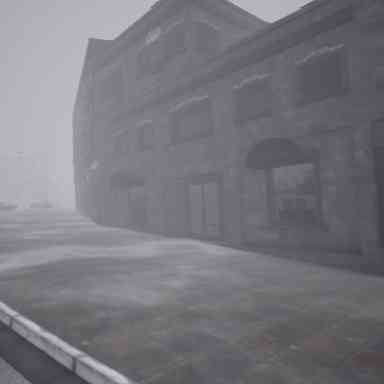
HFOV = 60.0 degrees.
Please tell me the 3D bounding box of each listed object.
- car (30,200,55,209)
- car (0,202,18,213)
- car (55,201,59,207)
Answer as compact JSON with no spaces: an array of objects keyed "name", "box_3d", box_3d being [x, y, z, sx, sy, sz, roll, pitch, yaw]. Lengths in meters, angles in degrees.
[{"name":"car","box_3d":[-23.832,1.930,52.343,1.812,1.442,4.674,-3,-1,-2]},{"name":"car","box_3d":[-23.166,1.844,40.550,1.895,1.301,4.718,-3,0,-4]},{"name":"car","box_3d":[-27.699,2.360,65.385,1.994,1.385,4.181,-3,-1,-2]}]
